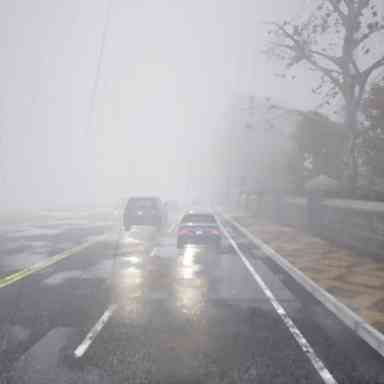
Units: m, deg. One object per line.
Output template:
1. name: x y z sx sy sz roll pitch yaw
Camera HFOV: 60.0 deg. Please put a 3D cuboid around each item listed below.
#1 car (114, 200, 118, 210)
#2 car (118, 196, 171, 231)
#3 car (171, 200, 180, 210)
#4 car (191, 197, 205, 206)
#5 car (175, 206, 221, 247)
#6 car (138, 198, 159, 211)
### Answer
1. car: -9.101 1.525 45.450 2.097 1.767 4.553 0 0 1
2. car: -2.848 1.293 21.158 2.150 2.045 5.566 0 0 1
3. car: -2.516 1.667 40.527 2.033 1.411 5.357 0 0 1
4. car: 0.960 1.637 53.723 1.837 1.490 4.892 0 0 1
5. car: 0.303 1.585 15.091 2.033 1.411 5.357 0 0 1
6. car: -5.860 1.642 45.060 2.128 1.511 4.902 0 0 1
